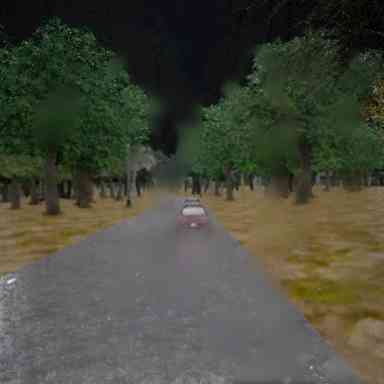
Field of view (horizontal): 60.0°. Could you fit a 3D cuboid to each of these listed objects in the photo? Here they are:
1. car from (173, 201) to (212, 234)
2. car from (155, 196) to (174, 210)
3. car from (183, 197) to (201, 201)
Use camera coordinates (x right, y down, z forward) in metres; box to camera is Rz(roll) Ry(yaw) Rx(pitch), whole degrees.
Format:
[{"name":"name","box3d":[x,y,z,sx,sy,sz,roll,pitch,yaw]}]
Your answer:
[{"name":"car","box3d":[0.087,1.430,18.370,1.812,1.442,4.674,0,1,0]},{"name":"car","box3d":[-3.102,1.279,38.343,1.837,1.490,4.892,0,1,-1]},{"name":"car","box3d":[0.026,1.268,37.636,2.128,1.511,4.902,0,0,-1]}]
